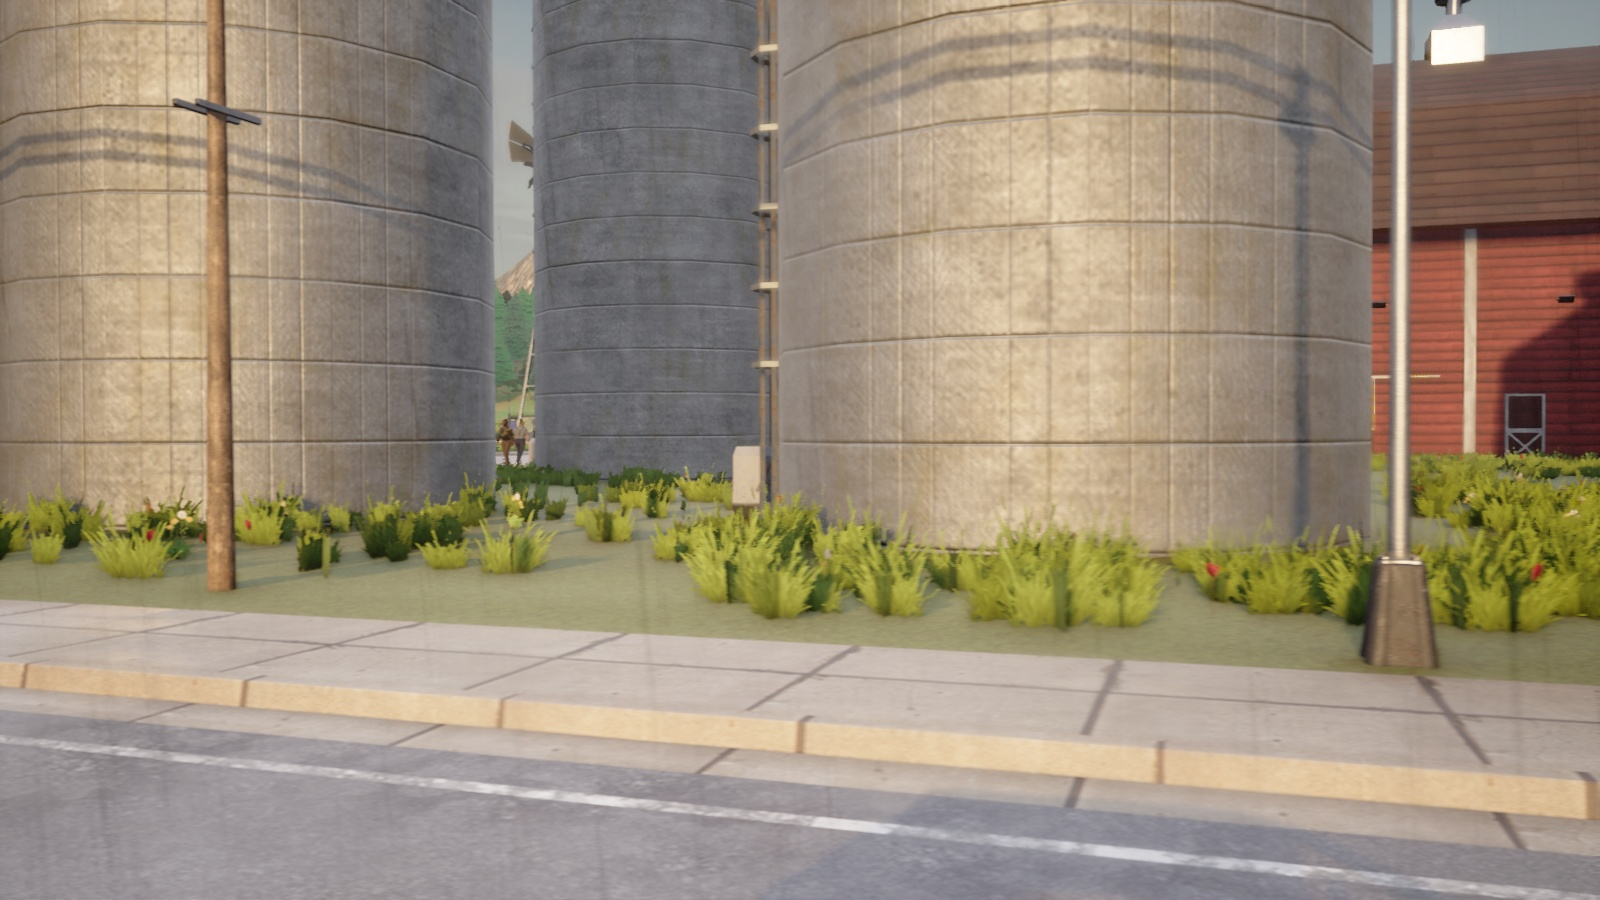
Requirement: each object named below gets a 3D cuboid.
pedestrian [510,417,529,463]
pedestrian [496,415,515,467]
[{"bbox_3d":[-11.330,-0.398,50.745,0.540,1.848,0.694,0,1,12],"label":"pedestrian"},{"bbox_3d":[-10.947,-0.331,46.691,0.395,1.930,0.692,0,1,13],"label":"pedestrian"}]
